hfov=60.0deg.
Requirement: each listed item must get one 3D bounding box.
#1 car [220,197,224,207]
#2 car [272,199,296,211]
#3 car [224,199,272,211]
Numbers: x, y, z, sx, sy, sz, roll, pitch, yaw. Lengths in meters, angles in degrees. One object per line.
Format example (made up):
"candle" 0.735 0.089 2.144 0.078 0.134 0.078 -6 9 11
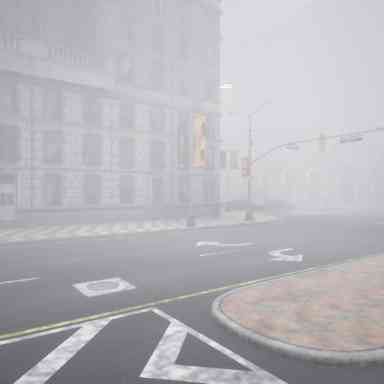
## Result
"car" 4.129 1.526 50.329 1.812 1.442 4.674 0 0 -35
"car" 10.683 1.564 41.265 1.994 1.385 4.181 0 0 -37
"car" 6.714 1.548 40.703 2.033 1.411 5.357 0 0 -36
